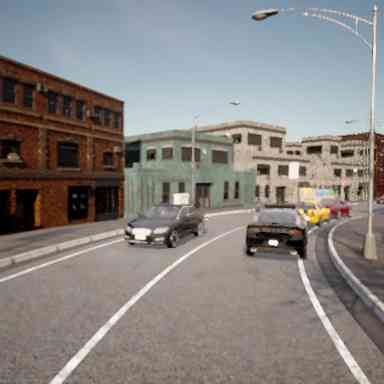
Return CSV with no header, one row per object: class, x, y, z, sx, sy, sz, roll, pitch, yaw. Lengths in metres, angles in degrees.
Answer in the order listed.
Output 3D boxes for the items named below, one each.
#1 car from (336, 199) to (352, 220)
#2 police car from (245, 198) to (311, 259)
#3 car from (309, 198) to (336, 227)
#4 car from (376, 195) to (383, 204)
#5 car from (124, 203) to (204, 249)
car,10.522,1.210,24.985,1.812,1.442,4.674,2,2,40
police car,3.205,1.245,12.145,1.930,1.638,5.238,1,1,19
car,7.304,1.175,20.614,1.801,1.575,5.366,2,1,32
car,27.650,1.051,46.912,4.181,1.385,1.994,0,2,-40
car,-0.931,1.239,13.615,2.128,1.511,4.902,1,1,20
